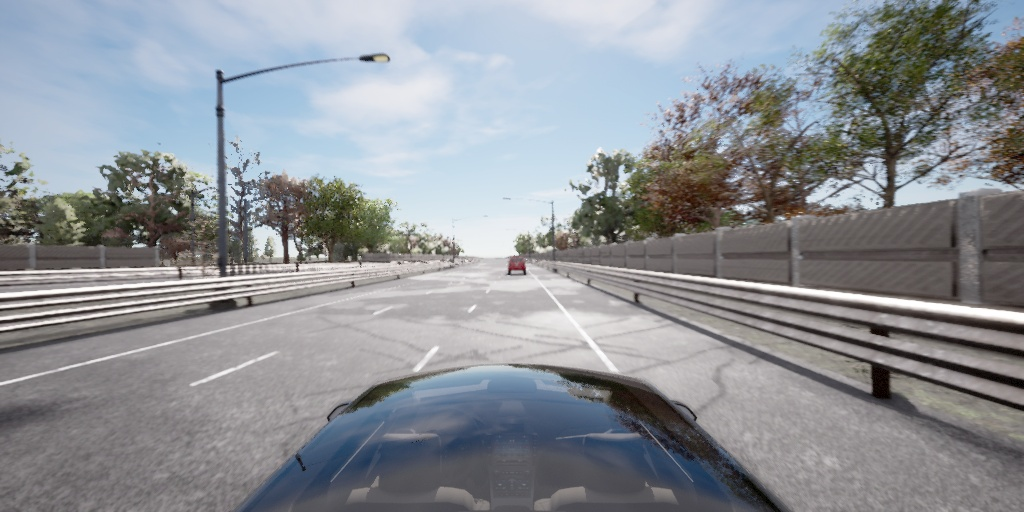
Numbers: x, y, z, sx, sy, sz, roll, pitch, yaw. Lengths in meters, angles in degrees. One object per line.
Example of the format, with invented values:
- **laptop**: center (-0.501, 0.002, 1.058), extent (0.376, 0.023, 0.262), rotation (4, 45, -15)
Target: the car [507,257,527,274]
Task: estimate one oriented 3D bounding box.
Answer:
- **car**: center (0.587, 1.099, 43.505), extent (2.150, 2.045, 5.566), rotation (-1, 0, 1)
